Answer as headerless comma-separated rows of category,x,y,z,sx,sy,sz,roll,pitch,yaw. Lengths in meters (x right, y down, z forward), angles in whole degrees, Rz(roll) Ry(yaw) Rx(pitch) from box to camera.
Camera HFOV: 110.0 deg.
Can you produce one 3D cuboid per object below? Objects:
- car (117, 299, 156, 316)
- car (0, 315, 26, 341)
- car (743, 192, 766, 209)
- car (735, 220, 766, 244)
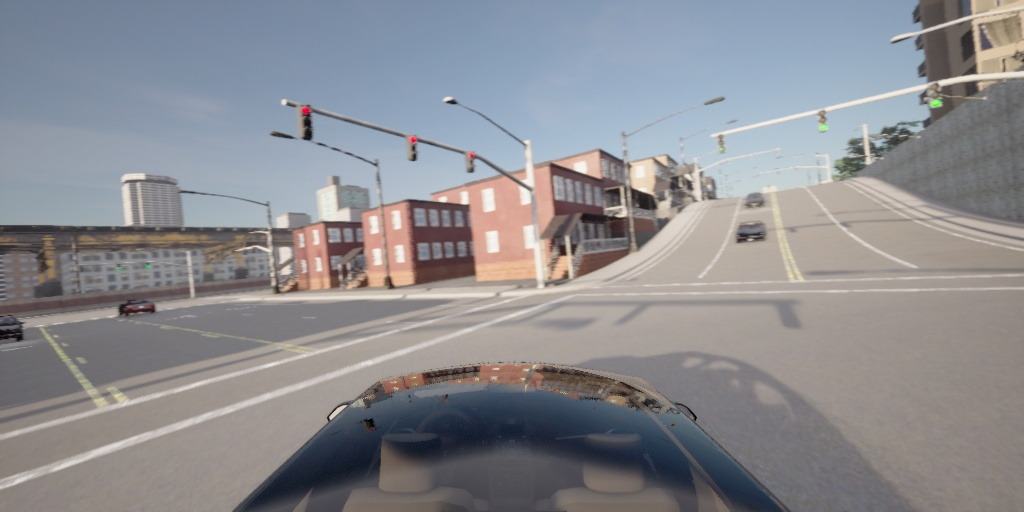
car,-34.275,4.627,32.725,4.181,1.385,1.994,-5,0,36
car,-28.585,4.070,19.832,5.357,1.411,2.033,-6,0,36
car,27.863,-6.479,41.183,1.837,1.490,4.892,-5,13,36
car,18.142,-1.909,27.252,1.895,1.301,4.718,-5,9,36
